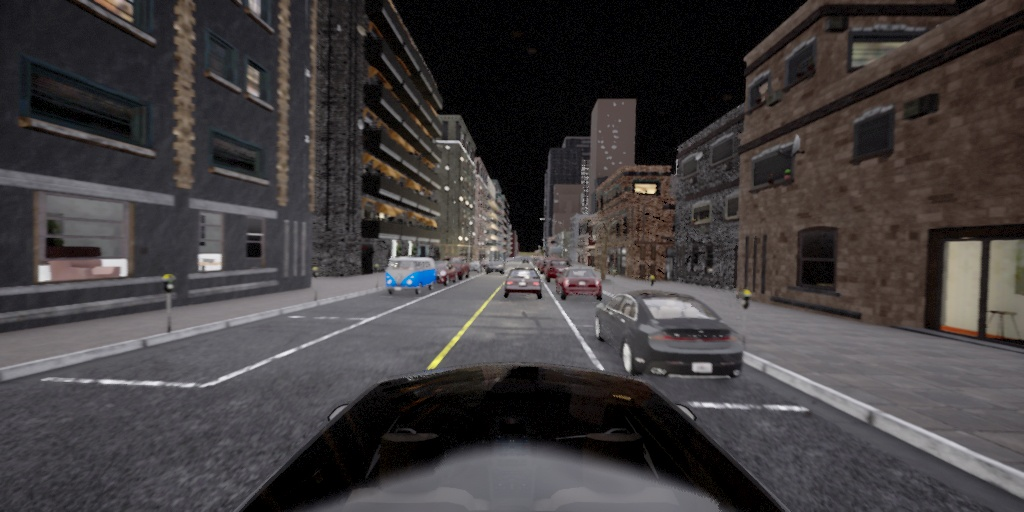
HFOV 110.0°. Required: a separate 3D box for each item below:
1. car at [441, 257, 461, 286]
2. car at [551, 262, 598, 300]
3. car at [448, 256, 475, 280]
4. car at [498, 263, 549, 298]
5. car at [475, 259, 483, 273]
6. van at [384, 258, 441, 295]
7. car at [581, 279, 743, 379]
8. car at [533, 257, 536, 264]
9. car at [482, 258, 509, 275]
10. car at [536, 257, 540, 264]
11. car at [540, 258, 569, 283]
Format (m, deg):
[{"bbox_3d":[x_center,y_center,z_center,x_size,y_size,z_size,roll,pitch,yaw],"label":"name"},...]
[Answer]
[{"bbox_3d":[-4.914,1.070,23.871,1.967,1.591,4.097,0,0,2],"label":"car"},{"bbox_3d":[3.242,1.262,18.127,1.967,1.591,4.097,0,0,2],"label":"car"},{"bbox_3d":[-4.700,0.948,29.274,2.192,1.841,5.009,0,0,2],"label":"car"},{"bbox_3d":[0.591,1.307,18.705,2.033,1.411,5.357,1,0,2],"label":"car"},{"bbox_3d":[-4.270,1.192,40.080,2.007,1.370,4.403,0,0,2],"label":"car"},{"bbox_3d":[-5.130,0.967,18.468,1.690,1.789,3.998,0,0,2],"label":"van"},{"bbox_3d":[2.813,1.365,7.322,2.007,1.370,4.403,0,0,2],"label":"car"},{"bbox_3d":[4.532,1.158,50.545,2.192,1.841,5.009,0,0,2],"label":"car"},{"bbox_3d":[-1.653,1.203,37.729,1.837,1.490,4.892,1,0,2],"label":"car"},{"bbox_3d":[4.102,1.151,39.739,2.192,1.841,5.009,0,0,2],"label":"car"},{"bbox_3d":[3.672,1.144,28.933,2.192,1.841,5.009,0,0,2],"label":"car"}]
